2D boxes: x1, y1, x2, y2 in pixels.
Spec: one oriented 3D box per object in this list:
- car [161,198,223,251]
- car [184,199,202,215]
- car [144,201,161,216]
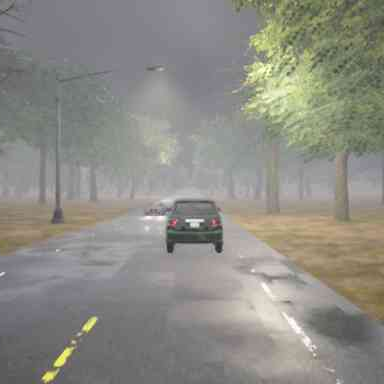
[{"bbox_3d":[0.096,1.259,14.361,2.150,2.045,5.566,0,0,0],"label":"car"},{"bbox_3d":[0.088,1.562,35.913,1.812,1.442,4.674,0,0,0],"label":"car"},{"bbox_3d":[-3.600,1.612,33.099,1.994,1.385,4.181,0,0,0],"label":"car"}]
